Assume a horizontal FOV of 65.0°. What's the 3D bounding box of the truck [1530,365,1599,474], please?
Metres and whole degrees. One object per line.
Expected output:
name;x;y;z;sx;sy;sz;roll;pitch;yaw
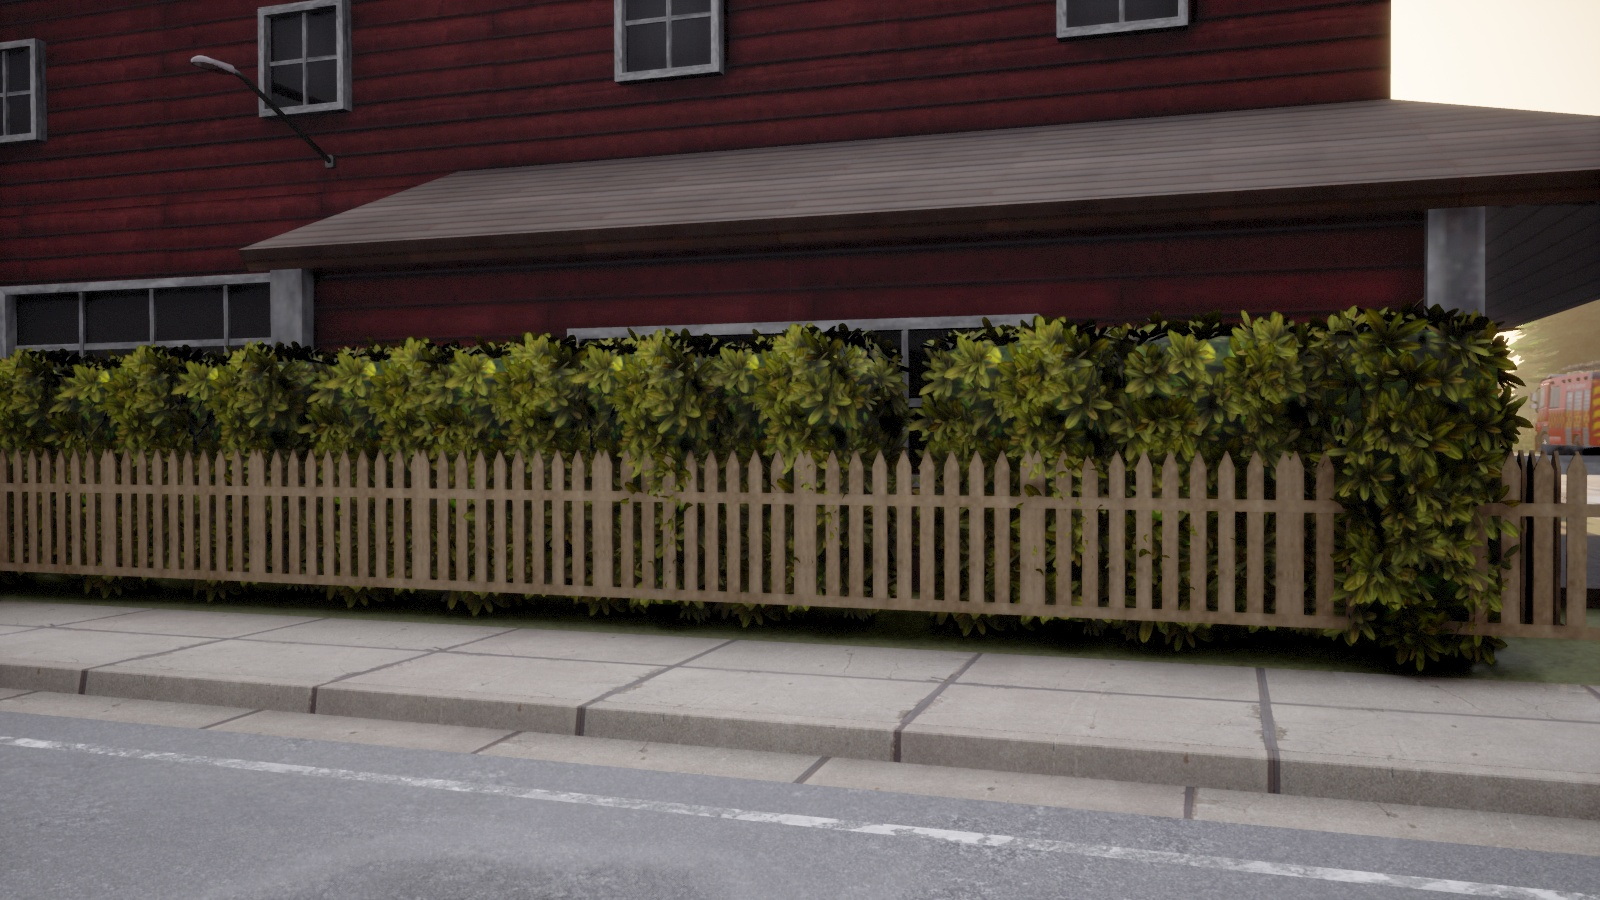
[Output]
truck;30.354;-1.127;47.654;2.891;3.827;8.468;1;1;19
